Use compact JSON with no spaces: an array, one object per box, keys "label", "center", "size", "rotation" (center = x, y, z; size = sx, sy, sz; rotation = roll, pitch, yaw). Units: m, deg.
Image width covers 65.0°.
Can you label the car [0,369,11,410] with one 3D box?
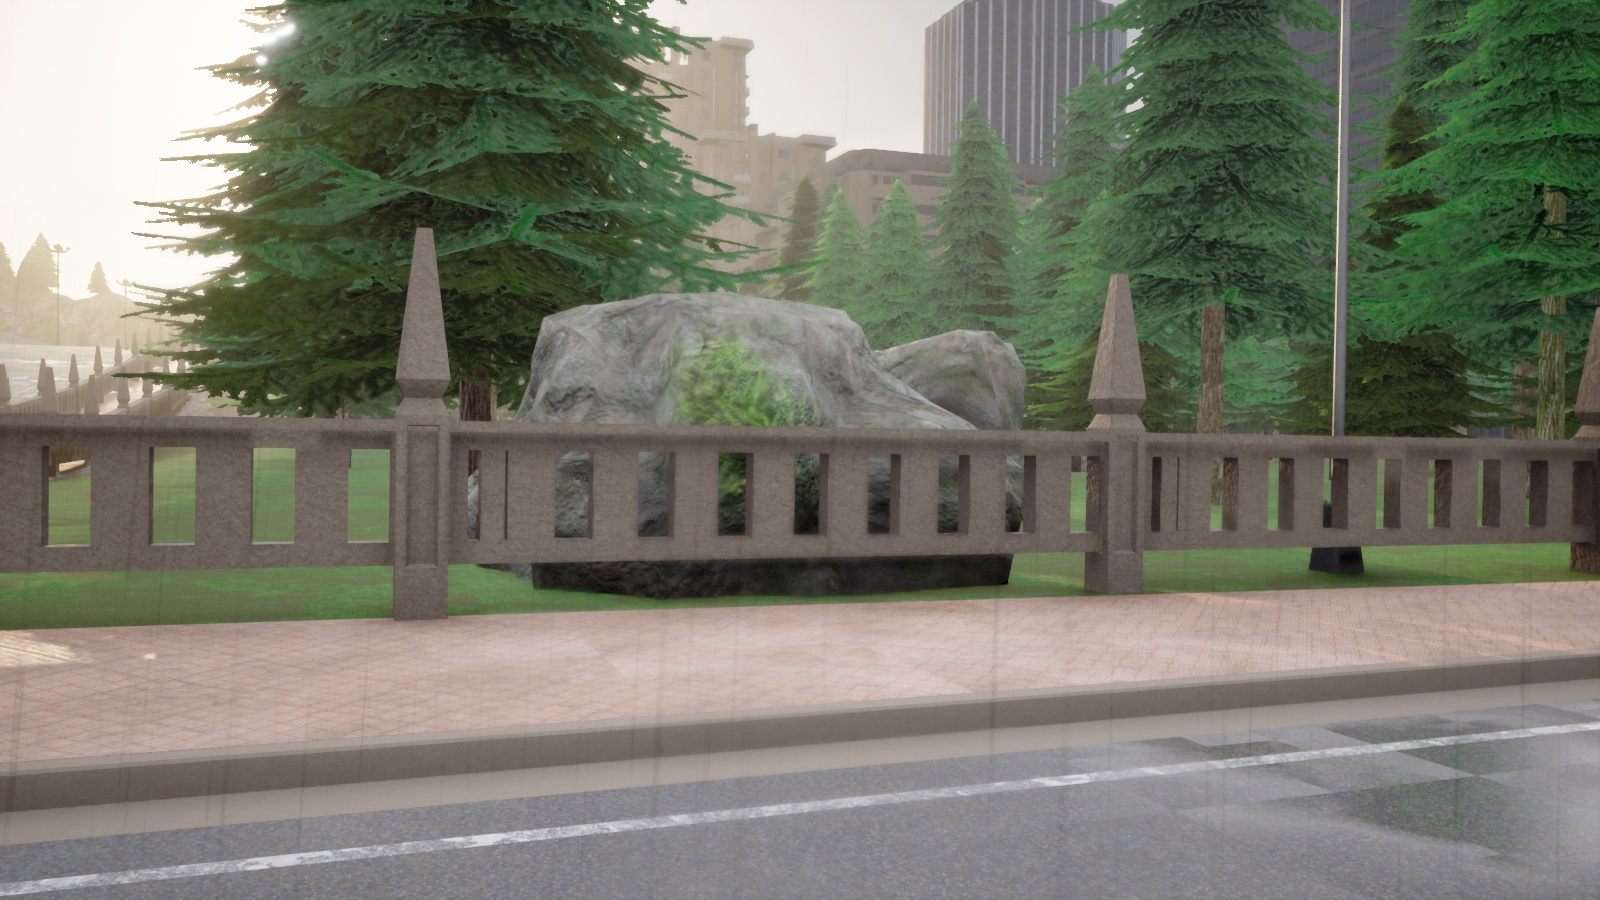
[{"label":"car","center":[-41.010,-3.002,62.776],"size":[1.905,1.878,3.866],"rotation":[-1,8,-21]}]
